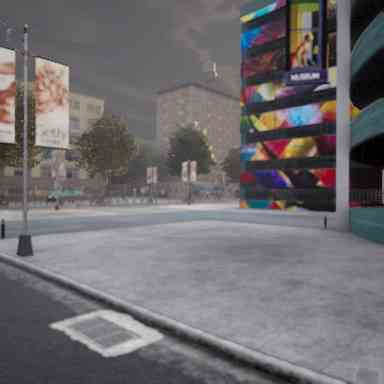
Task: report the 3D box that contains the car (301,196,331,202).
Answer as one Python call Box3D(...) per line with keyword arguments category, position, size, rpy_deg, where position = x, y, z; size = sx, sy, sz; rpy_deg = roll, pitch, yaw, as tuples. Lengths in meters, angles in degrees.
Box3D(category="car", position=(14.294, 1.307, 39.335), size=(2.002, 1.452, 4.674), rpy_deg=(0, 0, 43))

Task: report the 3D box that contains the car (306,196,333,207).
Box3D(category="car", position=(19.643, 1.401, 51.046), size=(2.161, 1.482, 4.786), rpy_deg=(0, 0, 43))
